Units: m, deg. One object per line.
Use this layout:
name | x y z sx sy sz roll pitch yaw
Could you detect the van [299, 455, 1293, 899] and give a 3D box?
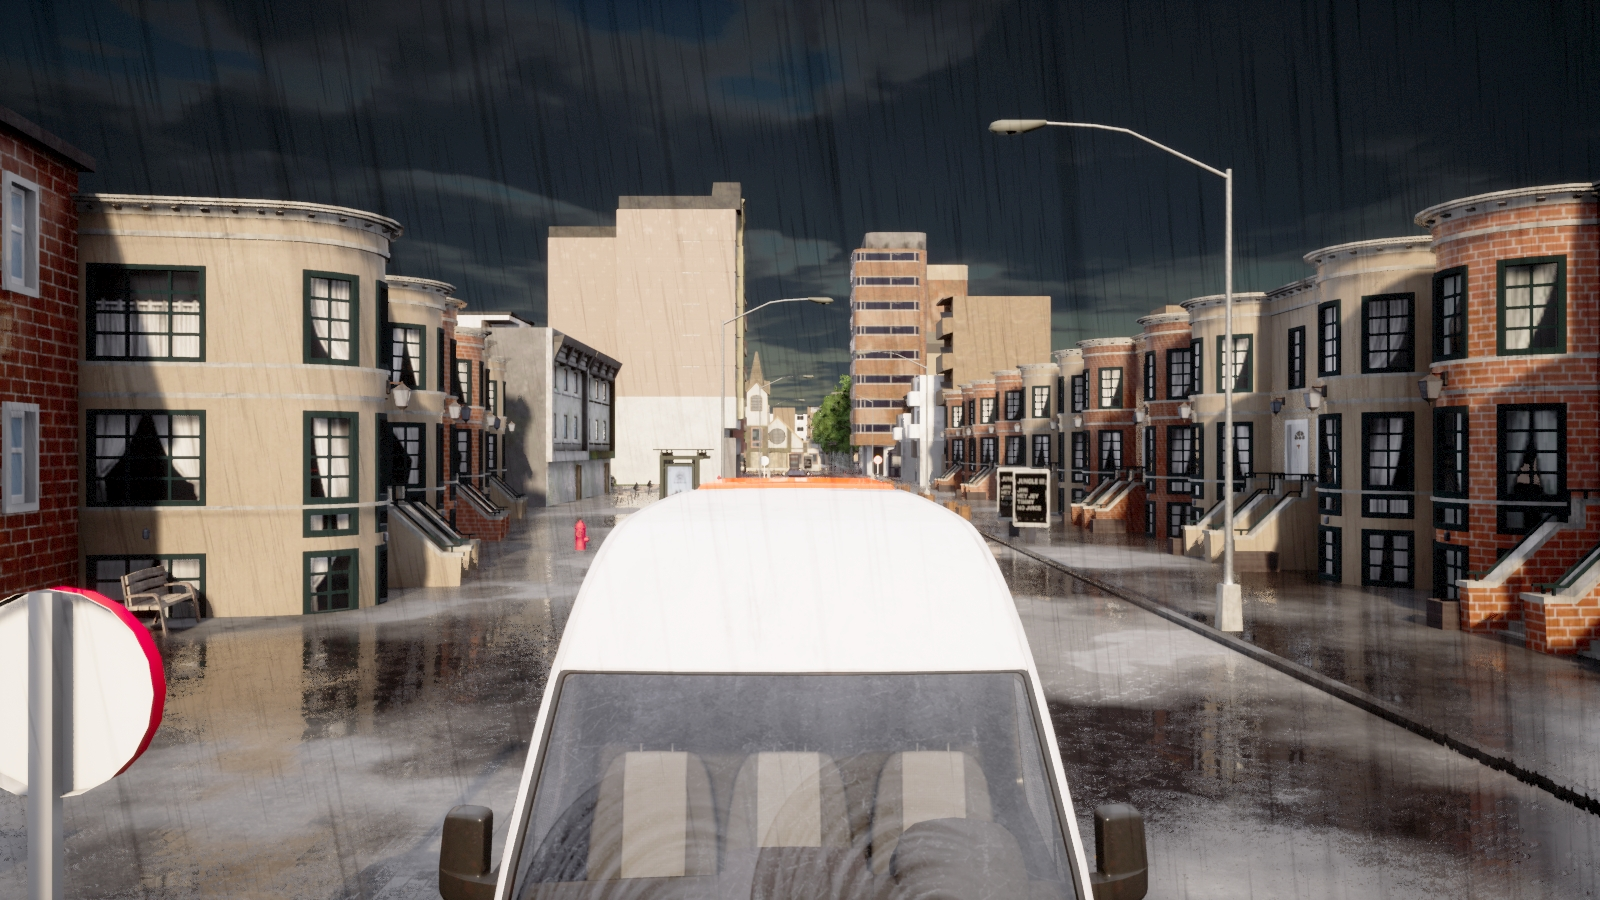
van | -0.019 1.314 5.243 1.988 2.561 5.915 0 0 0
